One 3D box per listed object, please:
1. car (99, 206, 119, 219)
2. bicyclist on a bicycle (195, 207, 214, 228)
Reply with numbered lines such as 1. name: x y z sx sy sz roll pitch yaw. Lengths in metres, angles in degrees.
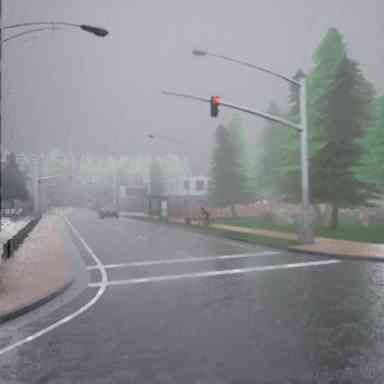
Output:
1. car: -11.262 2.683 44.937 2.097 1.767 4.553 0 -2 -22
2. bicyclist on a bicycle: 0.952 1.978 25.596 1.656 1.620 0.582 0 -2 -23
